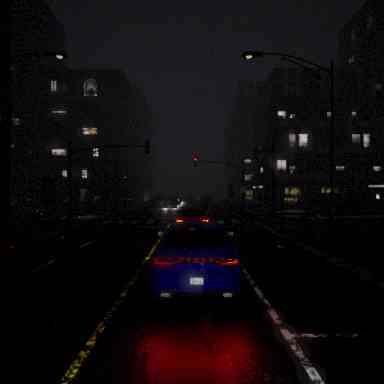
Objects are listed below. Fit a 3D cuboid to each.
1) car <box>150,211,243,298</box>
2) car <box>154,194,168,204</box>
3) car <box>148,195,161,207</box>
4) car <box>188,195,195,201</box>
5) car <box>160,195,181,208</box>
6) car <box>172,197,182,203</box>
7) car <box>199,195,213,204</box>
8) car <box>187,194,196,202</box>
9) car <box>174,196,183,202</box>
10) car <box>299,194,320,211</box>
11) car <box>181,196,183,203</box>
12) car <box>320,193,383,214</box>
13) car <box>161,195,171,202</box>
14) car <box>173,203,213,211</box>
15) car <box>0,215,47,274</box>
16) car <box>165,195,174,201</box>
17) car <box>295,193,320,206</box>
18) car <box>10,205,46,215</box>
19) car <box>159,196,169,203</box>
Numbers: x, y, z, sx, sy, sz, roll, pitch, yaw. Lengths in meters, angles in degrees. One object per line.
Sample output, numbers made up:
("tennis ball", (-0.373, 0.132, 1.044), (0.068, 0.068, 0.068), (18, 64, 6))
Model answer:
("car", (0.094, 1.477, 8.554), (1.882, 1.535, 5.008), (0, 0, 0))
("car", (-5.759, 1.336, 63.148), (2.192, 1.841, 5.009), (0, 0, 0))
("car", (-5.746, 1.580, 51.783), (1.947, 1.339, 4.313), (0, 0, 0))
("car", (-0.097, 1.522, 90.366), (1.882, 1.535, 5.008), (0, 0, 0))
("car", (-3.133, 1.560, 49.154), (2.033, 1.411, 5.357), (0, 0, -1))
("car", (-3.084, 1.626, 68.144), (1.895, 1.301, 4.718), (0, 0, 0))
("car", (2.628, 1.458, 57.476), (1.967, 1.590, 4.097), (0, 0, 0))
("car", (-0.086, 1.390, 80.501), (2.097, 1.767, 4.553), (0, 0, 0))
("car", (-3.086, 1.621, 78.483), (1.895, 1.301, 4.718), (0, 0, 0))
("car", (14.507, 1.210, 35.550), (4.892, 1.490, 1.837), (-1, 0, 1))
("car", (-3.142, 1.370, 58.636), (2.097, 1.767, 4.553), (0, 0, 0))
("car", (14.663, 1.029, 29.743), (5.009, 1.841, 2.192), (-1, 1, -1))
("car", (-5.771, 1.470, 74.513), (1.967, 1.590, 4.097), (0, 0, 0))
("car", (0.079, 1.526, 17.894), (1.812, 1.442, 4.674), (0, 0, 1))
("car", (-5.750, 1.582, 9.759), (1.802, 1.307, 4.206), (0, 0, 0))
("car", (-5.783, 1.480, 85.878), (1.967, 1.590, 4.097), (0, 0, 0))
("car", (14.519, 1.014, 38.121), (5.009, 1.841, 2.192), (-1, 1, -1))
("car", (-16.709, 1.888, 32.043), (4.718, 1.301, 1.895), (-1, 0, -1))
("car", (-5.765, 1.550, 68.660), (1.752, 1.417, 4.829), (0, 0, 0))
